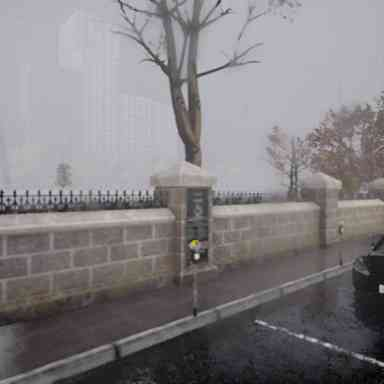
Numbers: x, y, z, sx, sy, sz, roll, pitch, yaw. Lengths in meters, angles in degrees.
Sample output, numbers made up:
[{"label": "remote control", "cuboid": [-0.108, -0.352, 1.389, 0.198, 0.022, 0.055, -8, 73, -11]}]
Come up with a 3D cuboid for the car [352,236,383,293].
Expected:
[{"label": "car", "cuboid": [5.474, 1.563, 8.009, 4.313, 1.339, 1.947, 0, 0, -43]}]
